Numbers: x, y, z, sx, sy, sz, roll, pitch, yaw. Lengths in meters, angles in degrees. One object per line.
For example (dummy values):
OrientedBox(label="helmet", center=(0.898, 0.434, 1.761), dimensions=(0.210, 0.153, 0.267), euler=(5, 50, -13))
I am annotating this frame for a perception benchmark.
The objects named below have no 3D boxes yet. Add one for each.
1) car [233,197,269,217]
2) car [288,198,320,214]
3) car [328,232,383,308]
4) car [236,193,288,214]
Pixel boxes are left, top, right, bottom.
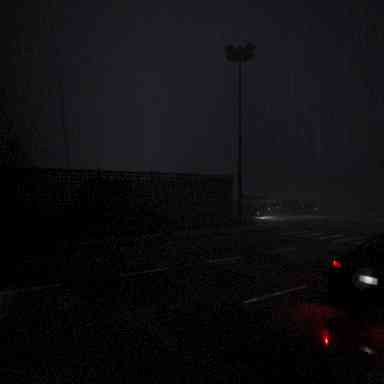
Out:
OrientedBox(label="car", center=(4.303, 1.492, 31.509), dimensions=(2.033, 1.411, 5.357), euler=(0, 0, -35))
OrientedBox(label="car", center=(10.845, 1.449, 34.656), dimensions=(1.837, 1.490, 4.892), euler=(0, 0, -35))
OrientedBox(label="car", center=(4.835, 1.564, 7.186), dimensions=(4.181, 1.385, 1.994), euler=(0, 0, -35))
OrientedBox(label="car", center=(6.634, 1.166, 34.267), dimensions=(2.150, 2.045, 5.566), euler=(0, 0, -35))
